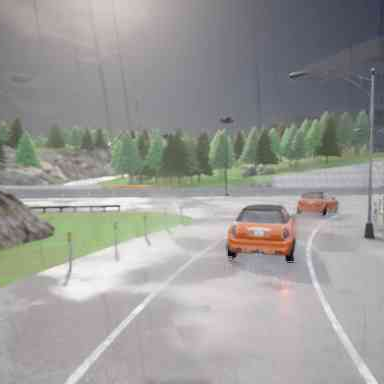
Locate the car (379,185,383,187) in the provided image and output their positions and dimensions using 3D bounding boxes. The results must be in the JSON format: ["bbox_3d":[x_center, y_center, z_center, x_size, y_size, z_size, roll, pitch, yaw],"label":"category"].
[{"bbox_3d":[45.816,-1.079,78.459,4.181,1.385,1.994,0,2,-15],"label":"car"}]

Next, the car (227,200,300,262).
[{"bbox_3d":[2.687,1.211,12.079,2.097,1.767,4.553,1,2,18],"label":"car"}]

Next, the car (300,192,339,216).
[{"bbox_3d":[9.587,0.739,25.132,2.097,1.767,4.553,2,3,36],"label":"car"}]
